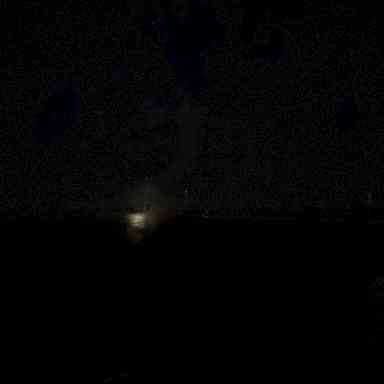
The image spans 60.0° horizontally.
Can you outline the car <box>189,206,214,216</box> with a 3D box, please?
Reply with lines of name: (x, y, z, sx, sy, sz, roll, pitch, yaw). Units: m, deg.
car: (1.403, 3.000, 52.047, 1.837, 1.490, 4.892, 1, -3, -35)
